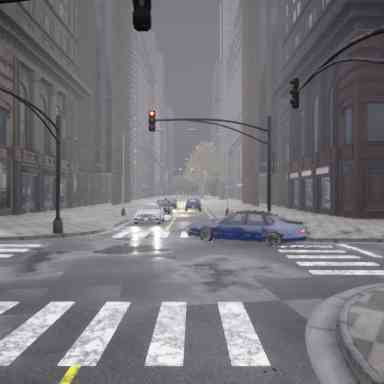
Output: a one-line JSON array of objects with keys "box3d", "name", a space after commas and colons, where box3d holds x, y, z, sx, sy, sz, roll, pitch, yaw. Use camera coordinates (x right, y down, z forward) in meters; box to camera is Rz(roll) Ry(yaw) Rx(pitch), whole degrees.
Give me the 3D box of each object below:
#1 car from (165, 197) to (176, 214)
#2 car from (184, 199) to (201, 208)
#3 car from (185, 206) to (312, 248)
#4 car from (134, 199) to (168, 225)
[{"box3d": [-3.059, 1.552, 34.959, 2.033, 1.411, 5.357, 0, 0, 0], "name": "car"}, {"box3d": [0.142, 1.536, 41.321, 1.812, 1.442, 4.674, 0, 0, 0], "name": "car"}, {"box3d": [2.511, 1.557, 14.894, 5.357, 1.411, 2.033, 0, 0, 27], "name": "car"}, {"box3d": [-3.070, 1.526, 24.549, 1.812, 1.442, 4.674, 0, 0, 0], "name": "car"}]
